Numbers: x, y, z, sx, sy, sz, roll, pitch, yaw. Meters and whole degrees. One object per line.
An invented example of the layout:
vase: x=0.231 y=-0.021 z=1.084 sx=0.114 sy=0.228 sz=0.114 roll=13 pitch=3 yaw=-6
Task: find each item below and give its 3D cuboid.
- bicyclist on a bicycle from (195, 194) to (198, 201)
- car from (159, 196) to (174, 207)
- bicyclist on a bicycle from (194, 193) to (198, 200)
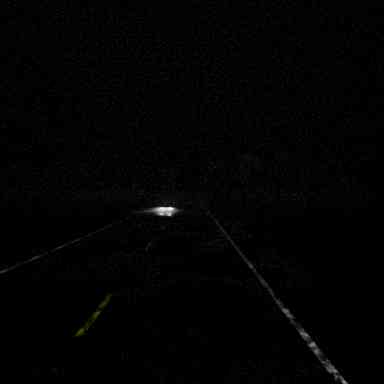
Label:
bicyclist on a bicycle: x=0.973 y=1.184 z=71.504 sx=0.866 sy=1.612 sz=1.509 roll=0 pitch=0 yaw=0
car: x=-3.572 y=1.322 z=46.923 sx=2.128 sy=1.511 sz=4.902 roll=0 pitch=0 yaw=0
bicyclist on a bicycle: x=0.976 y=1.154 z=80.505 sx=0.866 sy=1.612 sz=1.509 roll=0 pitch=-1 yaw=0
